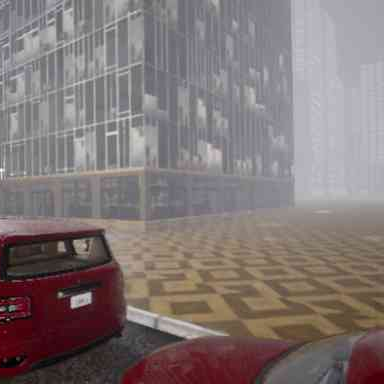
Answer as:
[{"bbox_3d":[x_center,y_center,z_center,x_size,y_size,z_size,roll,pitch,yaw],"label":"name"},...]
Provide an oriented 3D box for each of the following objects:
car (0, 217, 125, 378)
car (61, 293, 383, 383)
[{"bbox_3d":[-3.205,1.315,5.179,5.009,1.841,2.192,0,-1,35],"label":"car"},{"bbox_3d":[1.277,1.582,1.979,4.206,1.307,1.802,0,-1,35],"label":"car"}]
